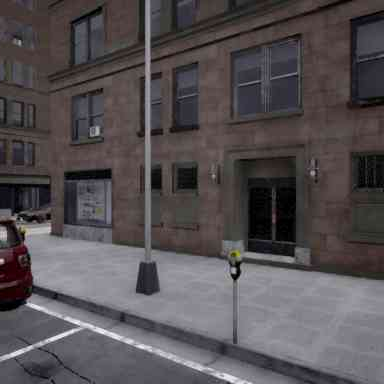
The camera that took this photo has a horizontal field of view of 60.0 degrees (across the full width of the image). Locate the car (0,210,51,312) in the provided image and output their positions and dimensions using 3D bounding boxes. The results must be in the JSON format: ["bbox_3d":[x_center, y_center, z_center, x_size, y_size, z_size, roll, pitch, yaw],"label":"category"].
[{"bbox_3d":[-5.082,1.315,6.423,5.009,1.841,2.192,0,0,35],"label":"car"}]

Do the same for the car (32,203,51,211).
[{"bbox_3d":[-10.254,1.503,25.184,2.033,1.411,5.357,0,0,36],"label":"car"}]
